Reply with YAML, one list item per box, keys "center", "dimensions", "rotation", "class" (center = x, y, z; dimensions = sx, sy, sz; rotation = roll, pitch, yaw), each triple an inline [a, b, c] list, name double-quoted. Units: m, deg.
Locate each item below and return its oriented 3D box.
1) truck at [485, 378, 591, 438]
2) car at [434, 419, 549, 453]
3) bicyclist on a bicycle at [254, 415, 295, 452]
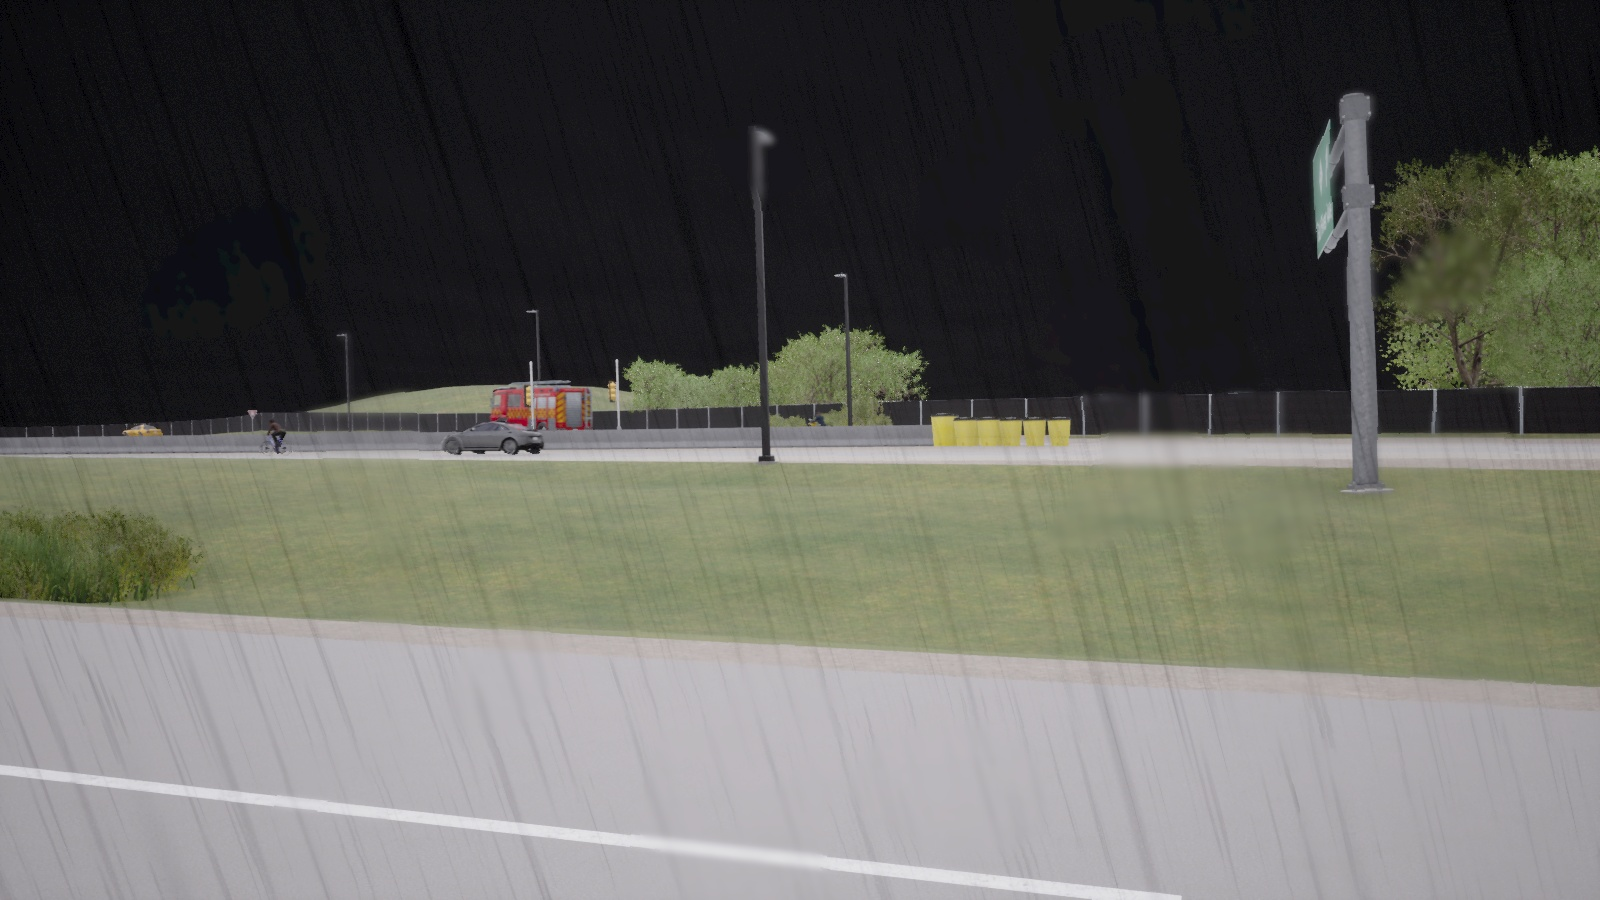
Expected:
- center: [-17.700, -2.786, 84.540]
  dimensions: [2.891, 3.827, 8.468]
  rotation: [-2, 2, -44]
  class: "truck"
- center: [-12.748, -0.574, 51.945]
  dimensions: [4.181, 1.385, 1.994]
  rotation: [0, 1, 19]
  class: "car"
- center: [-23.273, -0.707, 55.612]
  dimensions: [1.656, 1.620, 0.582]
  rotation: [0, 1, 19]
  class: "bicyclist on a bicycle"
